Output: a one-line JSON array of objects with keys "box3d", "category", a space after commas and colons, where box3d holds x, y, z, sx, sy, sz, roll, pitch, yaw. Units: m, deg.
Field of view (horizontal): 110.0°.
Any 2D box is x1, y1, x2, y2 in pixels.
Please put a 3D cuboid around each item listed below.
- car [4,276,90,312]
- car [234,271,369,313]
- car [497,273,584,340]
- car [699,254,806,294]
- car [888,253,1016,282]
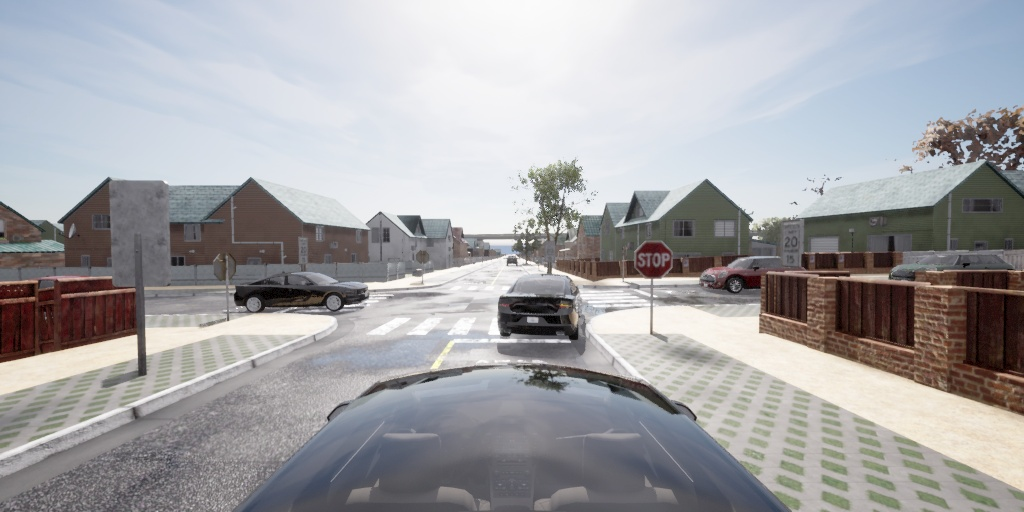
[{"box3d": [-18.016, 1.547, 14.595, 5.008, 1.535, 1.882, -1, 2, 0], "category": "car"}, {"box3d": [-8.464, 1.377, 14.655, 5.008, 1.535, 1.882, -1, 2, 0], "category": "car"}, {"box3d": [0.961, 1.225, 10.125, 1.882, 1.535, 5.008, 0, 0, 12], "category": "car"}, {"box3d": [11.812, 0.821, 17.730, 4.553, 1.767, 2.097, -1, 2, 0], "category": "car"}, {"box3d": [21.707, 0.646, 17.798, 4.553, 1.767, 2.097, -1, 2, 0], "category": "car"}]
